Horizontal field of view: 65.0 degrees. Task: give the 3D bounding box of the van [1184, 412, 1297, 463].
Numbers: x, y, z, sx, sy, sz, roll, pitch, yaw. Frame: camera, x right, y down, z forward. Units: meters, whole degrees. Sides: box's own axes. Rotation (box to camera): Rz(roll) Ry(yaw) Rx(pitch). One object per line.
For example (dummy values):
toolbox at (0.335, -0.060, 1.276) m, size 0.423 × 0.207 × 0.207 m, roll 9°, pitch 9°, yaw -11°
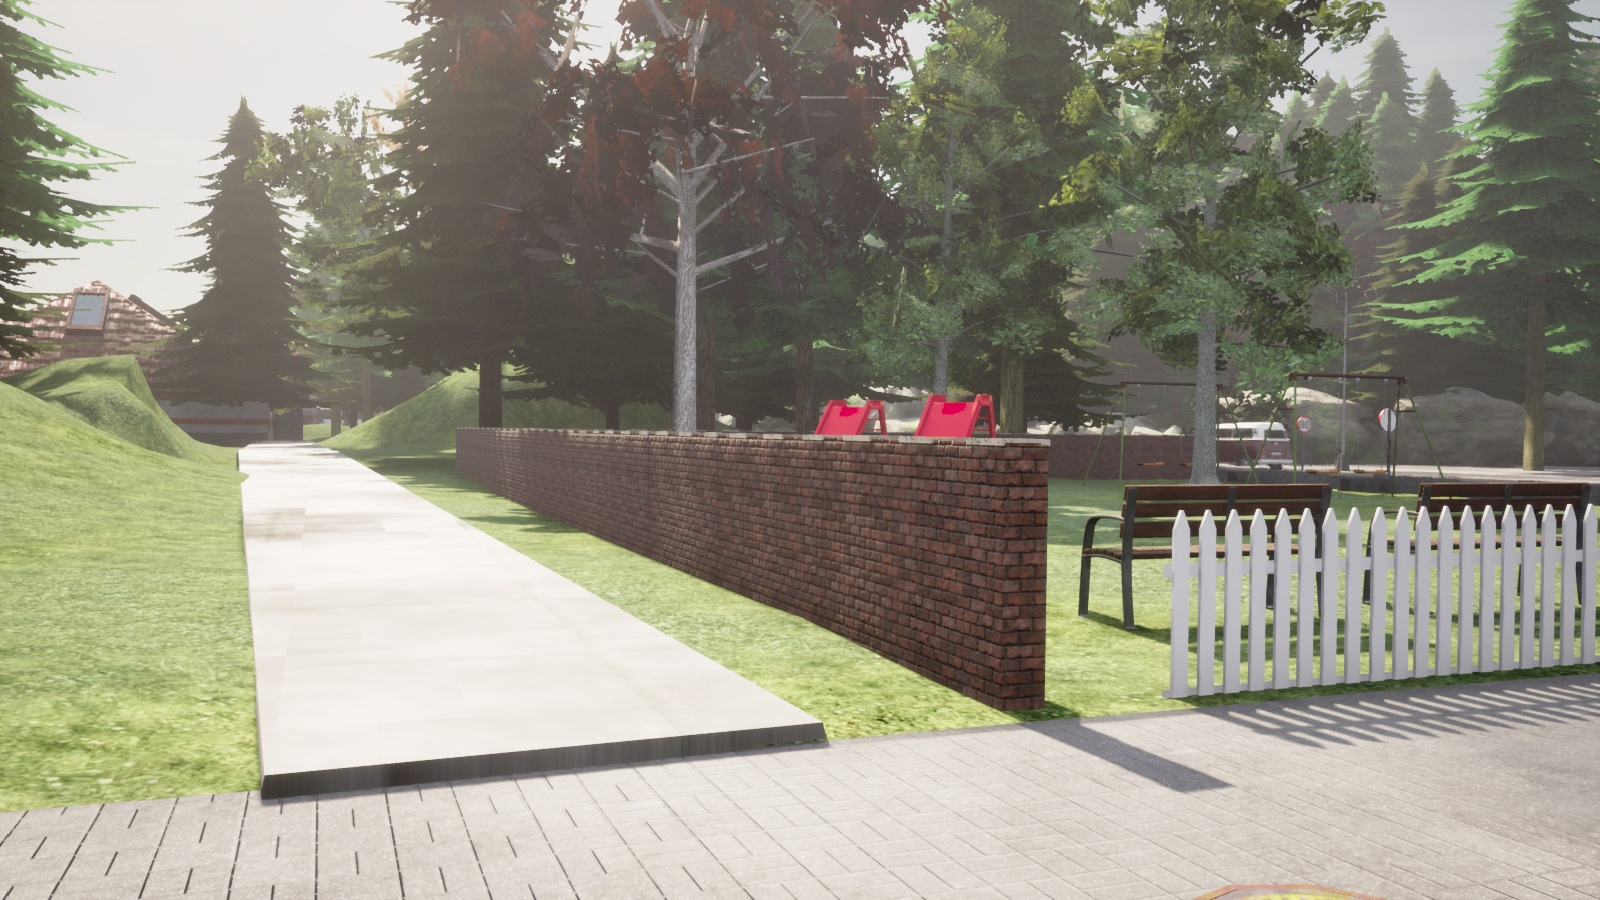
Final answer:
van at (18.444, -0.540, 52.805) m, size 2.069 × 2.038 × 4.480 m, roll -1°, pitch 1°, yaw -21°
